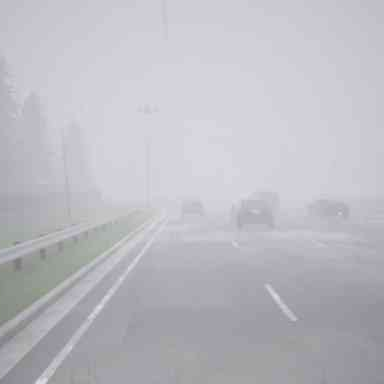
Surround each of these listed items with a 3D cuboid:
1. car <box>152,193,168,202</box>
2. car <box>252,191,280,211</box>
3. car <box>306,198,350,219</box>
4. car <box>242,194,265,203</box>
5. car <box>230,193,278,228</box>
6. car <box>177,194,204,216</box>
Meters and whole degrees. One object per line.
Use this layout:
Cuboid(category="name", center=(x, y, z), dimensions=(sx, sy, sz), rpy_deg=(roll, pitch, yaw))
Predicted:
Cuboid(category="car", center=(-5.484, 0.948, 56.469), dimensions=(1.882, 1.535, 5.008), rpy_deg=(0, 0, -21))
Cuboid(category="car", center=(6.806, 0.918, 32.520), dimensions=(2.150, 2.045, 5.566), rpy_deg=(0, 1, -4))
Cuboid(category="car", center=(10.536, 1.261, 26.135), dimensions=(1.837, 1.490, 4.892), rpy_deg=(0, 0, -1))
Cuboid(category="car", center=(9.930, 1.059, 54.183), dimensions=(1.994, 1.385, 4.181), rpy_deg=(0, 1, -16))
Cuboid(category="car", center=(3.589, 1.159, 20.683), dimensions=(2.097, 1.767, 4.553), rpy_deg=(0, 1, 0))
Cuboid(category="car", center=(-0.051, 1.223, 28.603), dimensions=(2.128, 1.511, 4.902), rpy_deg=(0, 0, -3))
